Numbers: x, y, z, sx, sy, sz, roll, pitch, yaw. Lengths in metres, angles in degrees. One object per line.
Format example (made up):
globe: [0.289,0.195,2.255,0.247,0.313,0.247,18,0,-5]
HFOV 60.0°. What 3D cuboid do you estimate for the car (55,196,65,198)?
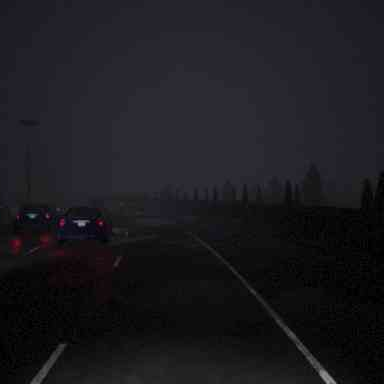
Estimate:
car: [-28.750,1.697,72.013,1.837,1.490,4.892,0,0,-45]

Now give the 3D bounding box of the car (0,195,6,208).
car: [-25.039,1.439,42.287,2.150,2.045,5.566,0,0,-28]

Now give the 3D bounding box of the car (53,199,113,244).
car: [-5.129,1.429,16.491,2.097,1.767,4.553,0,0,-9]

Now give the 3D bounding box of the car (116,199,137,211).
car: [-8.738,1.652,44.099,1.801,1.575,5.366,0,0,-25]

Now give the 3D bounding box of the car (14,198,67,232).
car: [-9.659,1.457,21.247,2.097,1.767,4.553,0,0,-12]

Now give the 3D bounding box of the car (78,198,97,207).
car: [-18.698,1.801,59.470,1.812,1.442,4.674,0,0,-36]
